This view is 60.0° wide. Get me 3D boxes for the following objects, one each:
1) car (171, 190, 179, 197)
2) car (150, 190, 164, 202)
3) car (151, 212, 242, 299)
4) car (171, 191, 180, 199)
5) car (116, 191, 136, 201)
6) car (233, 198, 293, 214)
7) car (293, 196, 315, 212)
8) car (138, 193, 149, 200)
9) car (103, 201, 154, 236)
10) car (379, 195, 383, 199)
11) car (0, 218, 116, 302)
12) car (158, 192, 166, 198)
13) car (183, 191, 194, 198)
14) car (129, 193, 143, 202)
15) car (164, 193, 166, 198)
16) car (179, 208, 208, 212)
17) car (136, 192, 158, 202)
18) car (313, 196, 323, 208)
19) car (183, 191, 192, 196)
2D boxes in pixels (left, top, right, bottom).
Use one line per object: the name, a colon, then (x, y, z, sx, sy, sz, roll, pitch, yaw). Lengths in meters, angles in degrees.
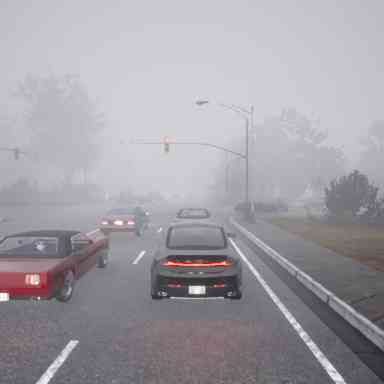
car: (-4.906, 0.451, 94.756, 2.097, 1.767, 4.553, 0, 1, -7)
car: (-7.162, 0.733, 63.458, 2.150, 2.045, 5.566, 0, 1, -1)
car: (0.088, 1.473, 8.321, 1.837, 1.490, 4.892, 0, 0, 0)
car: (-3.926, 0.668, 80.110, 2.097, 1.767, 4.553, 0, 1, -3)
car: (-10.688, 0.821, 53.803, 2.150, 2.045, 5.566, 0, 0, 0)
car: (6.350, 1.266, 30.724, 5.008, 1.535, 1.882, 0, 0, -3)
car: (9.747, 1.359, 34.430, 4.718, 1.301, 1.895, 0, 0, -3)
car: (-10.737, 0.991, 73.776, 1.895, 1.301, 4.718, 0, 1, -1)
car: (-3.445, 1.442, 17.731, 2.033, 1.411, 5.357, 0, 0, -1)
car: (23.753, 0.943, 38.952, 5.566, 2.045, 2.150, 0, 0, -4)
car: (-3.412, 1.570, 8.142, 1.895, 1.301, 4.718, 0, 0, 0)
car: (-7.597, 0.780, 83.918, 1.812, 1.442, 4.674, 0, 1, -3)
car: (-0.666, 0.783, 85.241, 1.994, 1.385, 4.181, 0, 1, -4)
car: (-10.672, 0.987, 63.690, 1.882, 1.535, 5.008, 0, 1, 0)
car: (-7.232, 0.876, 73.649, 1.882, 1.535, 5.008, 0, 1, -1)
car: (0.081, 1.497, 17.634, 1.895, 1.301, 4.718, 0, 0, 0)
car: (-7.189, 1.151, 53.283, 2.033, 1.411, 5.357, 0, 0, 0)
car: (13.669, 1.218, 38.364, 4.902, 1.511, 2.128, 0, 0, -3)
car: (-1.418, 0.464, 95.118, 2.033, 1.411, 5.357, 0, 1, -7)
